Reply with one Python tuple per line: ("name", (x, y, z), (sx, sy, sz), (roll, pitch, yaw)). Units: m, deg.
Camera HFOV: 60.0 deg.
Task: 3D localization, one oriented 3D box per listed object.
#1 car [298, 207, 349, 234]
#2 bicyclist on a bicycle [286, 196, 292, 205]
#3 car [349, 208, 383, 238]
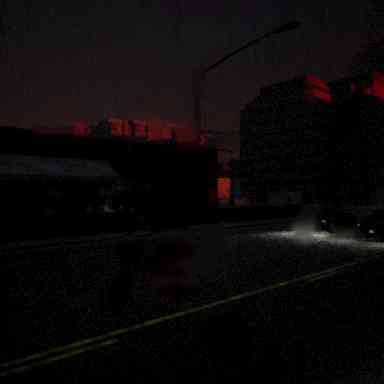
("car", (8.108, 1.619, 19.736), (4.181, 1.385, 1.994), (0, 0, -39))
("bicyclist on a bicycle", (15.664, 1.477, 53.572), (1.656, 1.620, 0.582), (0, 0, -41))
("car", (10.047, 1.556, 16.799), (4.674, 1.442, 1.812), (0, -1, -39))
